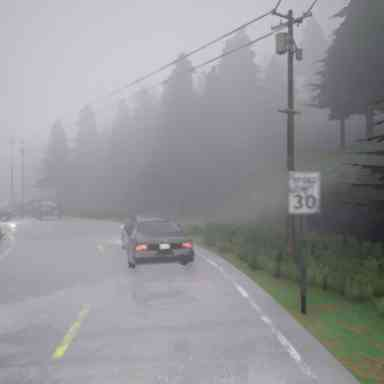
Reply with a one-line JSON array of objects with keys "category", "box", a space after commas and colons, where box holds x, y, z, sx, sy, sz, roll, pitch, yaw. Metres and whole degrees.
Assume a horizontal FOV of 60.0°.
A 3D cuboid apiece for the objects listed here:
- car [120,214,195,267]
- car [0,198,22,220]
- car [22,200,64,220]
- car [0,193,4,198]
[{"category": "car", "box": [-1.339, 1.458, 11.153, 2.033, 1.411, 5.357, 0, 0, -15]}, {"category": "car", "box": [-15.026, 1.378, 24.070, 5.357, 1.411, 2.033, 0, 1, 31]}, {"category": "car", "box": [-11.873, 1.335, 25.890, 4.674, 1.442, 1.812, 0, 0, 36]}, {"category": "car", "box": [-38.691, 0.909, 65.150, 4.892, 1.490, 1.837, 0, 1, 38]}]
